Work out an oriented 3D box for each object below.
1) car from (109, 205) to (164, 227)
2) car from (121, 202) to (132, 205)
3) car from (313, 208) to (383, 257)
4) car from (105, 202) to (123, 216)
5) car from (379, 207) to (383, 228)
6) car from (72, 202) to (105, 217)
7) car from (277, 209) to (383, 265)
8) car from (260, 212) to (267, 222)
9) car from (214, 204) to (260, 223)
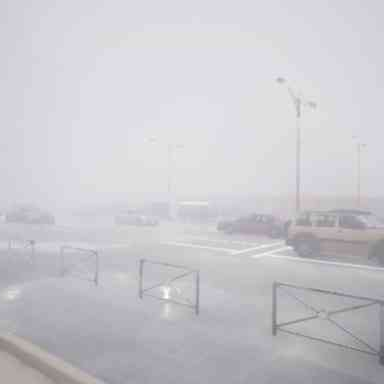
[{"bbox_3d":[-4.601,2.100,27.599,3.806,1.475,1.970,0,-2,37],"label":"car"},{"bbox_3d":[-9.835,2.274,45.791,4.605,1.855,1.932,0,-2,37],"label":"car"},{"bbox_3d":[7.701,1.734,14.910,3.866,1.878,1.905,0,-2,37],"label":"car"},{"bbox_3d":[-11.418,2.393,43.616,3.905,1.438,1.784,0,-2,37],"label":"car"},{"bbox_3d":[19.506,2.399,30.571,3.866,1.878,1.905,0,-2,37],"label":"car"},{"bbox_3d":[-13.165,2.326,41.308,3.806,1.475,1.970,0,-2,37],"label":"car"},{"bbox_3d":[5.912,1.633,12.636,4.605,1.855,1.932,0,-2,37],"label":"car"},{"bbox_3d":[7.317,2.740,43.390,3.905,1.438,1.784,0,-2,37],"label":"car"},{"bbox_3d":[5.523,2.431,41.126,4.605,1.855,1.932,0,-2,37],"label":"car"}]
